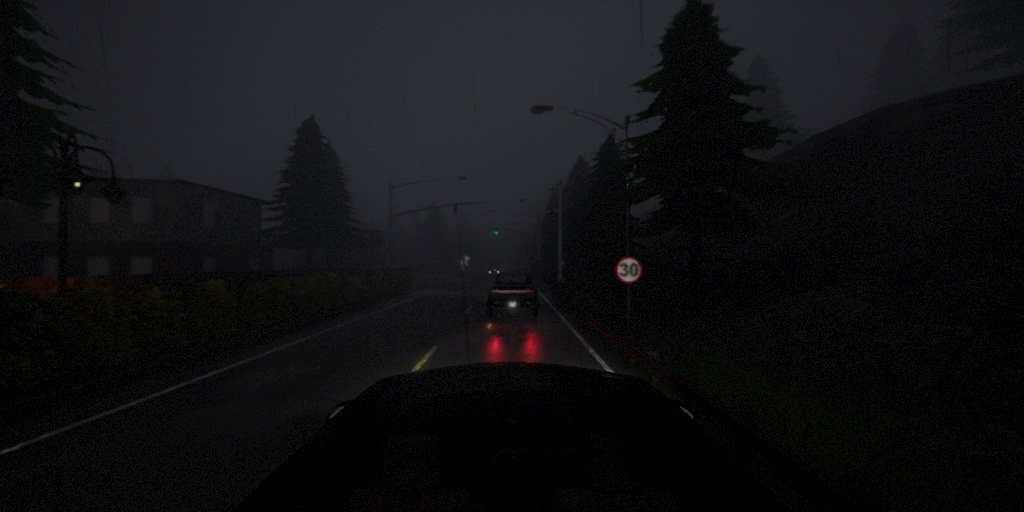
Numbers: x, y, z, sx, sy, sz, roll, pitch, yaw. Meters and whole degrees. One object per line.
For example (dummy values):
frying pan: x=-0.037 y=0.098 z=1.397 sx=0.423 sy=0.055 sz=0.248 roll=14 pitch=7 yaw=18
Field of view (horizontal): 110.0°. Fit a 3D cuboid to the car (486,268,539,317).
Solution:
car: x=0.041 y=1.414 z=14.147 sx=2.128 sy=1.511 sz=4.902 roll=0 pitch=-1 yaw=0
